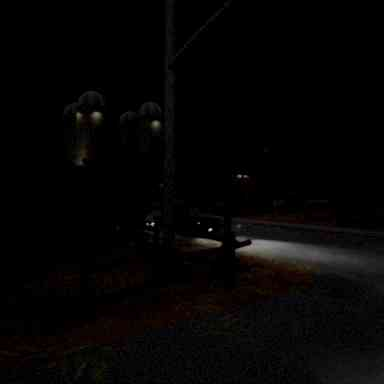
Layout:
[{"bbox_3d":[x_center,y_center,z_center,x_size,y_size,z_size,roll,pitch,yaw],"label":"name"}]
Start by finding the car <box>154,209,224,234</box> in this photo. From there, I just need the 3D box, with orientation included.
[{"bbox_3d":[-0.297,1.667,19.142,1.895,1.301,4.718,0,0,-35],"label":"car"}]
